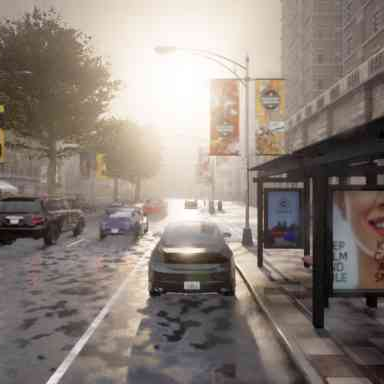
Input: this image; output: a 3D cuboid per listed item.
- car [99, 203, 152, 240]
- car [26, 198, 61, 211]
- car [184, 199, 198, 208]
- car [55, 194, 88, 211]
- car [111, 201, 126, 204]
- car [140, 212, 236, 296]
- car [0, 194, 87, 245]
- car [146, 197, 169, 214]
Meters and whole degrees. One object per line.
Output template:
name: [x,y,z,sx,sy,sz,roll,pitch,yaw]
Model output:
car: [-3.374,1.525,16.971,1.812,1.442,4.674,0,0,0]
car: [-18.407,1.548,41.596,2.033,1.411,5.357,0,0,0]
car: [-0.146,1.595,47.903,1.895,1.301,4.718,0,0,0]
car: [-14.905,1.226,41.580,2.150,2.045,5.566,0,0,0]
car: [-6.877,1.564,31.577,1.994,1.385,4.181,0,0,0]
car: [0.000,1.504,8.650,1.837,1.490,4.892,0,0,0]
car: [-6.887,1.225,15.646,2.150,2.045,5.566,0,0,0]
car: [-3.378,1.351,31.500,2.097,1.767,4.553,0,0,0]
